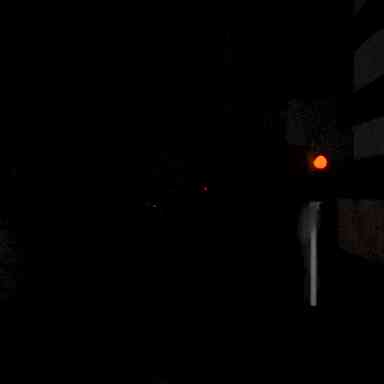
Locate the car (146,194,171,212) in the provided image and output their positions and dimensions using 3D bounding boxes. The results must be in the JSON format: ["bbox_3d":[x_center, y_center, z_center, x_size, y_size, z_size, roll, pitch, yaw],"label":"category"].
[{"bbox_3d":[-4.138,1.221,39.674,2.150,2.045,5.566,0,0,0],"label":"car"}]
